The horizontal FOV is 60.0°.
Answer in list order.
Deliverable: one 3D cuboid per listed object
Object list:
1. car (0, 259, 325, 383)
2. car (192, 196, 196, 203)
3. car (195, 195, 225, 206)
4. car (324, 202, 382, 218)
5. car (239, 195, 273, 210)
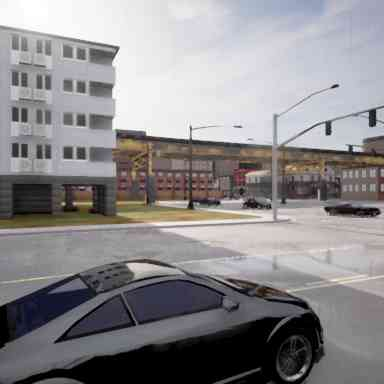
[{"bbox_3d":[-0.379,1.564,4.054,4.181,1.385,1.994,0,0,-30],"label":"car"},{"bbox_3d":[0.727,1.545,65.564,2.033,1.411,5.357,0,0,3],"label":"car"},{"bbox_3d":[2.912,1.545,54.757,2.033,1.411,5.357,0,0,-22],"label":"car"},{"bbox_3d":[14.543,1.599,30.305,1.895,1.301,4.718,0,0,-28],"label":"car"},{"bbox_3d":[8.417,1.504,42.815,1.837,1.490,4.892,0,-1,-25],"label":"car"}]
